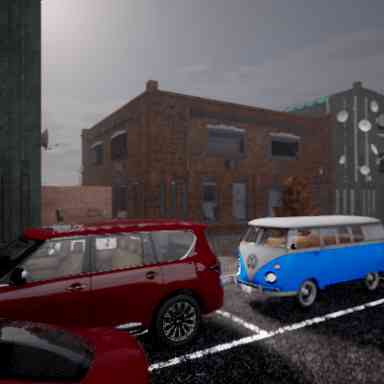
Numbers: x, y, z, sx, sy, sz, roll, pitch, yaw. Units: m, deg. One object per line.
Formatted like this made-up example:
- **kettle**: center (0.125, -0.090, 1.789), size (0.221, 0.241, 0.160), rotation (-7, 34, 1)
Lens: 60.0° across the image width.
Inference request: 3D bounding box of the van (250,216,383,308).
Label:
- **van**: center (2.911, 1.478, 7.905), size (3.998, 1.788, 1.690), rotation (1, -2, -31)

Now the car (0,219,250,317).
- **car**: center (-1.823, 1.394, 5.011), size (5.009, 1.841, 2.192), rotation (1, -2, -31)

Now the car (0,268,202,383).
- **car**: center (-2.361, 1.549, 1.638), size (4.674, 1.442, 1.812), rotation (1, -1, -31)
